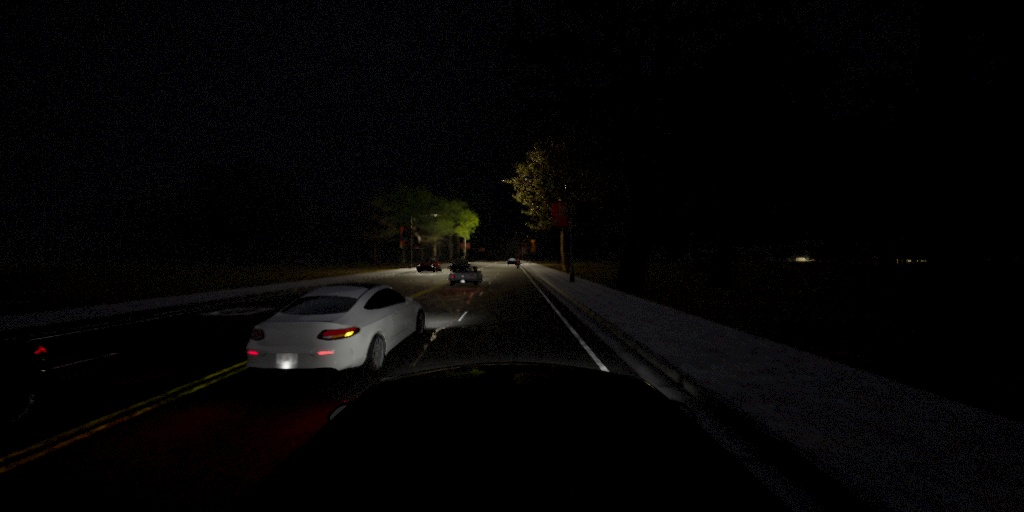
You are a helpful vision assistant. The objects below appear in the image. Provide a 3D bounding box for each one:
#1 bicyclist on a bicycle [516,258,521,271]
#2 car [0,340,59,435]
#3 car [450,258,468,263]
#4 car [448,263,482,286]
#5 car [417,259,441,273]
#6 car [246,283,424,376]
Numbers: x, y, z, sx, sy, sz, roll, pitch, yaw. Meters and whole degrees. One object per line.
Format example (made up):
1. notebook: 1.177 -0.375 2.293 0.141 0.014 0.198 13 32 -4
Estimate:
1. bicyclist on a bicycle: 0.905 1.185 49.134 0.866 1.612 1.509 0 0 0
2. car: -6.601 1.313 2.622 1.994 1.385 4.181 0 0 0
3. car: -6.576 1.099 45.090 2.097 1.767 4.553 0 0 0
4. car: -3.155 1.348 25.224 1.895 1.301 4.718 0 0 0
5. car: -9.830 1.098 42.691 2.097 1.767 4.553 0 0 0
6. car: -3.151 1.274 7.322 1.812 1.442 4.674 0 0 0
